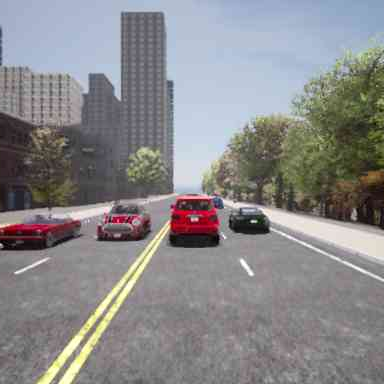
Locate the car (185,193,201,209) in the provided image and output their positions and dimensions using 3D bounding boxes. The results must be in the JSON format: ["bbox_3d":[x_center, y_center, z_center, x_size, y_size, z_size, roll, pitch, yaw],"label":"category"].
[{"bbox_3d":[0.119,1.230,47.653,2.150,2.045,5.566,0,0,0],"label":"car"}]

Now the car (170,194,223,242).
[{"bbox_3d":[0.106,1.227,16.454,2.150,2.045,5.566,0,0,0],"label":"car"}]

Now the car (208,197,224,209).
[{"bbox_3d":[3.368,1.486,47.366,1.882,1.535,5.008,0,0,0],"label":"car"}]

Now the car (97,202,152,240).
[{"bbox_3d":[-3.337,1.358,17.095,2.097,1.767,4.553,0,0,0],"label":"car"}]

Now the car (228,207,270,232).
[{"bbox_3d":[3.358,1.570,20.087,1.994,1.385,4.181,0,0,0],"label":"car"}]

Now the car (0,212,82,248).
[{"bbox_3d":[-6.591,1.607,14.930,1.895,1.301,4.718,0,0,0],"label":"car"}]
